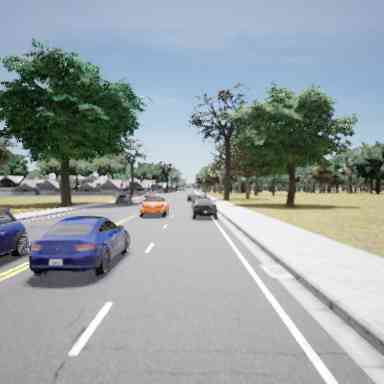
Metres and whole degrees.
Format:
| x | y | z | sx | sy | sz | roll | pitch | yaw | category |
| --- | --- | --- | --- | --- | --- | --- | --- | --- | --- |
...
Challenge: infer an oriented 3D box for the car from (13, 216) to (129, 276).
| x | y | z | sx | sy | sz | roll | pitch | yaw | category |
| --- | --- | --- | --- | --- | --- | --- | --- | --- | --- |
| -3.142 | 1.443 | 9.980 | 1.812 | 1.442 | 4.674 | 0 | 0 | 0 | car |

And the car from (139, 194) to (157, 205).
| x | y | z | sx | sy | sz | roll | pitch | yaw | category |
| --- | --- | --- | --- | --- | --- | --- | --- | --- | --- |
| -6.545 | 1.085 | 49.885 | 1.882 | 1.535 | 5.008 | 0 | 0 | 0 | car |

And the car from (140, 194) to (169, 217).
| x | y | z | sx | sy | sz | roll | pitch | yaw | category |
| --- | --- | --- | --- | --- | --- | --- | --- | --- | --- |
| -3.132 | 1.118 | 28.664 | 2.097 | 1.767 | 4.553 | 0 | 0 | 0 | car |

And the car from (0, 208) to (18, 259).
| x | y | z | sx | sy | sz | roll | pitch | yaw | category |
| --- | --- | --- | --- | --- | --- | --- | --- | --- | --- |
| -6.594 | 1.274 | 9.325 | 2.097 | 1.767 | 4.553 | 0 | 0 | 0 | car |

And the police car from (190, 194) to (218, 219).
| x | y | z | sx | sy | sz | roll | pitch | yaw | category |
| --- | --- | --- | --- | --- | --- | --- | --- | --- | --- |
| 0.991 | 1.208 | 26.618 | 1.930 | 1.638 | 5.238 | 0 | 0 | 0 | police car |

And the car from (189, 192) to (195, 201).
| x | y | z | sx | sy | sz | roll | pitch | yaw | category |
| --- | --- | --- | --- | --- | --- | --- | --- | --- | --- |
| 0.999 | 1.013 | 42.477 | 2.097 | 1.767 | 4.553 | 0 | 0 | 0 | car |

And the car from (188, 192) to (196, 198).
| x | y | z | sx | sy | sz | roll | pitch | yaw | category |
| --- | --- | --- | --- | --- | --- | --- | --- | --- | --- |
| 0.047 | 0.692 | 80.117 | 1.882 | 1.535 | 5.008 | 0 | 0 | 0 | car |

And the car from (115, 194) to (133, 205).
| x | y | z | sx | sy | sz | roll | pitch | yaw | category |
| --- | --- | --- | --- | --- | --- | --- | --- | --- | --- |
| -9.801 | 1.122 | 48.173 | 1.837 | 1.490 | 4.892 | 0 | 1 | 0 | car |

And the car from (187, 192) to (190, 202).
| x | y | z | sx | sy | sz | roll | pitch | yaw | category |
| --- | --- | --- | --- | --- | --- | --- | --- | --- | --- |
| 0.036 | 1.007 | 61.332 | 1.882 | 1.535 | 5.008 | 0 | 0 | 0 | car |
